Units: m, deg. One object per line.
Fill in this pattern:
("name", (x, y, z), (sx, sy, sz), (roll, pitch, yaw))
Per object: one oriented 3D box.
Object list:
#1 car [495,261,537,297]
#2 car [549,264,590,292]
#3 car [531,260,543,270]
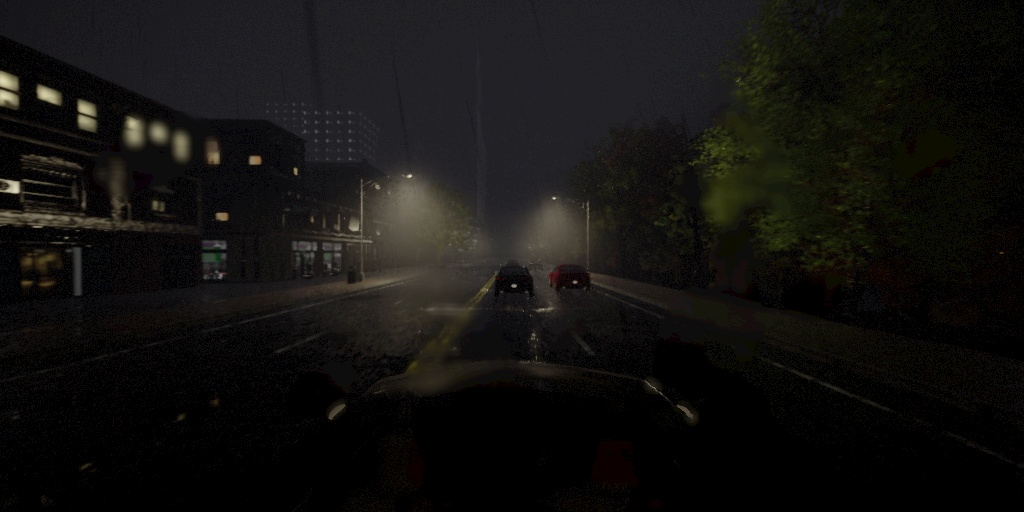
("car", (0.097, 1.231, 19.150), (1.882, 1.535, 5.008), (0, 0, 0))
("car", (3.348, 1.231, 21.540), (1.882, 1.535, 5.008), (0, 0, 0))
("car", (3.347, 1.249, 51.226), (2.128, 1.511, 4.902), (0, 0, 0))
